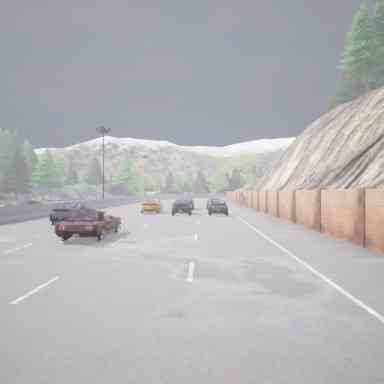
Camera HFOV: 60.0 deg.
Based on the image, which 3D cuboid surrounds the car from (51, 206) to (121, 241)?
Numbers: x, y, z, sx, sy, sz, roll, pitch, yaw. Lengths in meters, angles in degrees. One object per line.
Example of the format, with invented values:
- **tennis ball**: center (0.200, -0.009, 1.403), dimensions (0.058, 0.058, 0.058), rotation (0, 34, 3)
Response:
- **car**: center (-4.963, 1.601, 16.655), dimensions (1.895, 1.301, 4.718), rotation (0, 0, 2)

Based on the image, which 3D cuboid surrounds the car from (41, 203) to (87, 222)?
- **car**: center (-8.260, 1.492, 23.438), dimensions (2.128, 1.511, 4.902), rotation (0, 0, 2)

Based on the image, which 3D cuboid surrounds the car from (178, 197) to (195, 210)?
- **car**: center (-0.659, 1.477, 43.474), dimensions (1.882, 1.535, 5.008), rotation (0, 0, 2)

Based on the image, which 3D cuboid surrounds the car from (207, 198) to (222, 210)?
- **car**: center (2.834, 1.525, 43.227), dimensions (1.812, 1.442, 4.674), rotation (0, 0, 2)

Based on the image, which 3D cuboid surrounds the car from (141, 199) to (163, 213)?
- **car**: center (-4.355, 1.478, 36.869), dimensions (1.882, 1.535, 5.008), rotation (0, 0, 2)

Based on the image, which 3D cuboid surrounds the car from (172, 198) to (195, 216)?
- **car**: center (-0.970, 1.505, 33.034), dimensions (1.837, 1.490, 4.892), rotation (0, 0, 1)

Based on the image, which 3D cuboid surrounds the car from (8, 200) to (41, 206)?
- **car**: center (-18.457, 1.554, 37.022), dimensions (2.033, 1.411, 5.357), rotation (0, 0, 2)

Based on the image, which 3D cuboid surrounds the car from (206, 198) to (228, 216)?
- **car**: center (2.524, 1.491, 32.784), dimensions (2.128, 1.511, 4.902), rotation (0, 0, 2)
